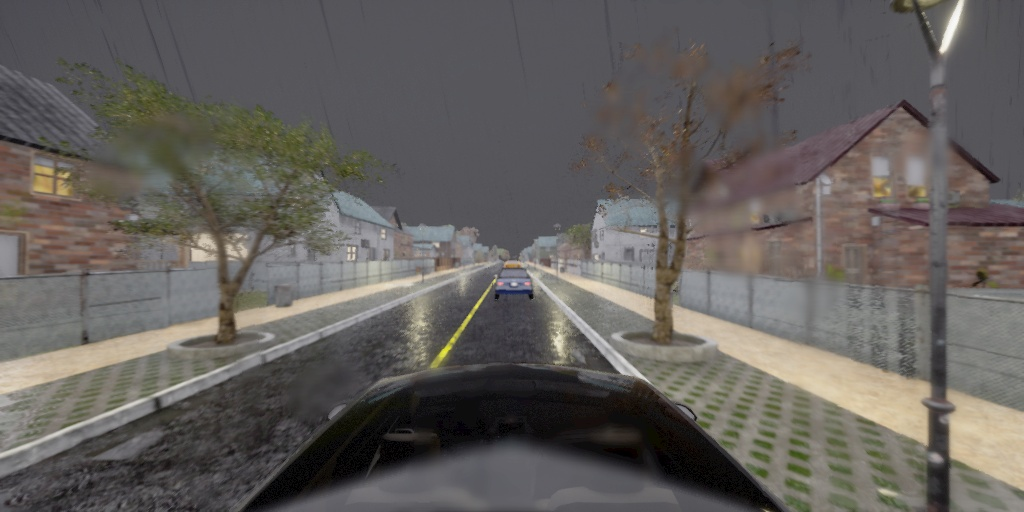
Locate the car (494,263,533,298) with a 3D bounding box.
[{"bbox_3d":[0.090,1.263,18.050,2.033,1.411,5.357,0,0,0],"label":"car"}]

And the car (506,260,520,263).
[{"bbox_3d":[0.090,1.187,40.135,1.882,1.535,5.008,0,0,0],"label":"car"}]
